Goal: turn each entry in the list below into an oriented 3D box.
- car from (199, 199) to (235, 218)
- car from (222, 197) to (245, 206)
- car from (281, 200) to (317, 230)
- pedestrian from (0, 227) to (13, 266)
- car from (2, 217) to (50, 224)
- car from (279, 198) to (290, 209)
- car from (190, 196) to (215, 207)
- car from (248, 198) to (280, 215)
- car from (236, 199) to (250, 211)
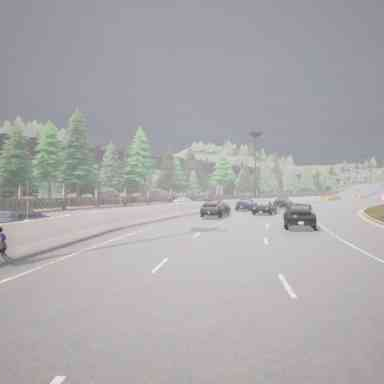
[{"bbox_3d":[2.157,1.491,29.670,2.128,1.511,4.902,0,0,19],"label":"car"},{"bbox_3d":[7.028,1.601,55.364,1.895,1.301,4.718,0,0,34],"label":"car"},{"bbox_3d":[6.812,1.505,21.176,1.837,1.490,4.892,0,0,15],"label":"car"},{"bbox_3d":[-5.705,1.574,9.993,0.375,1.300,0.375,0,0,7],"label":"pedestrian"},{"bbox_3d":[-8.785,1.564,16.413,1.994,1.385,4.181,0,0,11],"label":"car"},{"bbox_3d":[11.816,1.505,42.764,1.837,1.490,4.892,0,0,29],"label":"car"},{"bbox_3d":[1.788,1.477,53.608,1.882,1.535,5.008,0,0,32],"label":"car"},{"bbox_3d":[7.336,1.601,33.456,1.895,1.301,4.718,0,0,22],"label":"car"},{"bbox_3d":[6.692,1.526,40.347,1.812,1.442,4.674,0,0,26],"label":"car"}]
